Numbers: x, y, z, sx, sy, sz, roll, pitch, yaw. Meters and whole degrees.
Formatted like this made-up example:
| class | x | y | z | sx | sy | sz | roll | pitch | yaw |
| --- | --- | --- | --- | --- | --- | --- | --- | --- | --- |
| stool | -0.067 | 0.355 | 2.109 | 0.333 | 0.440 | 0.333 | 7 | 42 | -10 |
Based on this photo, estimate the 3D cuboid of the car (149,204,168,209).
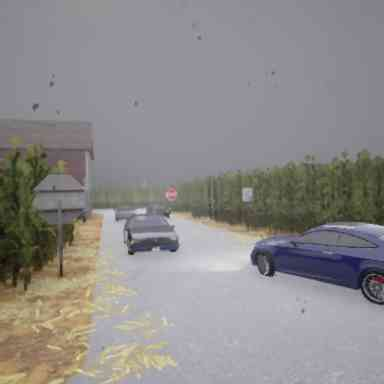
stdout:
| class | x | y | z | sx | sy | sz | roll | pitch | yaw |
| --- | --- | --- | --- | --- | --- | --- | --- | --- | --- |
| car | -3.426 | 1.859 | 32.819 | 1.895 | 1.301 | 4.718 | -1 | 0 | -14 |

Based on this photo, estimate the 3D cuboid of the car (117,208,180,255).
| class | x | y | z | sx | sy | sz | roll | pitch | yaw |
| --- | --- | --- | --- | --- | --- | --- | --- | --- | --- |
| car | -1.890 | 1.620 | 13.998 | 2.033 | 1.411 | 5.357 | -1 | 0 | -14 |

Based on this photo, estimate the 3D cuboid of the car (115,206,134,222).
| class | x | y | z | sx | sy | sz | roll | pitch | yaw |
| --- | --- | --- | --- | --- | --- | --- | --- | --- | --- |
| car | -5.926 | 1.914 | 29.815 | 1.895 | 1.301 | 4.718 | -1 | 0 | -14 |

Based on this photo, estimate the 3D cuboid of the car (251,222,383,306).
| class | x | y | z | sx | sy | sz | roll | pitch | yaw |
| --- | --- | --- | --- | --- | --- | --- | --- | --- | --- |
| car | 3.489 | 1.452 | 7.922 | 1.812 | 1.442 | 4.674 | -3 | 1 | -36 |
